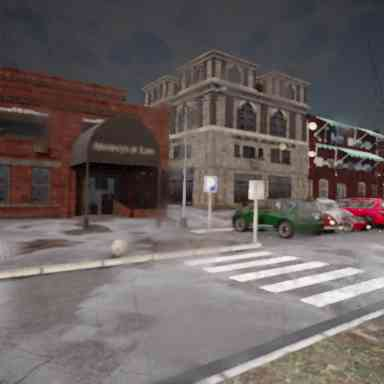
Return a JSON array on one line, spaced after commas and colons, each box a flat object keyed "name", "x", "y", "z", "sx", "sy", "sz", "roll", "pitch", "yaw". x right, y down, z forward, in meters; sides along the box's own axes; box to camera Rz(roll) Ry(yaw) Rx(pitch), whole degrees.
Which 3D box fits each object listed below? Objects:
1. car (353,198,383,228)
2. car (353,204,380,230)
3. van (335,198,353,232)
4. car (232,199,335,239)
[{"name": "car", "x": 11.519, "y": 1.469, "z": 23.821, "sx": 2.435, "sy": 2.045, "sz": 5.566, "roll": 1, "pitch": 0, "yaw": -36}, {"name": "car", "x": 9.391, "y": 1.725, "z": 22.231, "sx": 2.163, "sy": 1.488, "sz": 4.792, "roll": 1, "pitch": 0, "yaw": -36}, {"name": "van", "x": 7.081, "y": 1.441, "z": 20.469, "sx": 1.878, "sy": 1.987, "sz": 4.442, "roll": 1, "pitch": 0, "yaw": -36}, {"name": "car", "x": 4.738, "y": 1.386, "z": 18.973, "sx": 2.435, "sy": 2.045, "sz": 5.566, "roll": 1, "pitch": 0, "yaw": -36}]
